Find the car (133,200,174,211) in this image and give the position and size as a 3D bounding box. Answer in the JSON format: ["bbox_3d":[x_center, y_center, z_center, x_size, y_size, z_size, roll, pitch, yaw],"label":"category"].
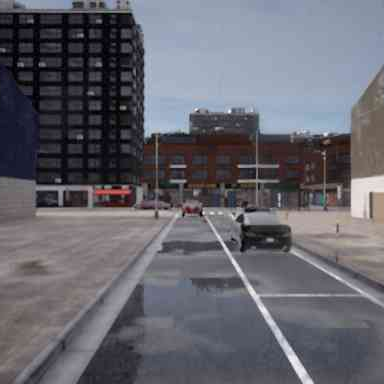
[{"bbox_3d":[-5.227,1.807,45.257,5.357,1.411,2.033,0,-1,11],"label":"car"}]

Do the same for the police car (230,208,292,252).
[{"bbox_3d":[2.757,1.499,14.311,1.930,1.638,5.238,0,0,0],"label":"police car"}]

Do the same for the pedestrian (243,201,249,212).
[{"bbox_3d":[2.758,1.383,17.327,0.375,1.860,0.375,0,-1,0],"label":"pedestrian"}]

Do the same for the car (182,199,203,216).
[{"bbox_3d":[-0.001,1.539,34.619,2.097,1.767,4.553,0,0,-1],"label":"car"}]
